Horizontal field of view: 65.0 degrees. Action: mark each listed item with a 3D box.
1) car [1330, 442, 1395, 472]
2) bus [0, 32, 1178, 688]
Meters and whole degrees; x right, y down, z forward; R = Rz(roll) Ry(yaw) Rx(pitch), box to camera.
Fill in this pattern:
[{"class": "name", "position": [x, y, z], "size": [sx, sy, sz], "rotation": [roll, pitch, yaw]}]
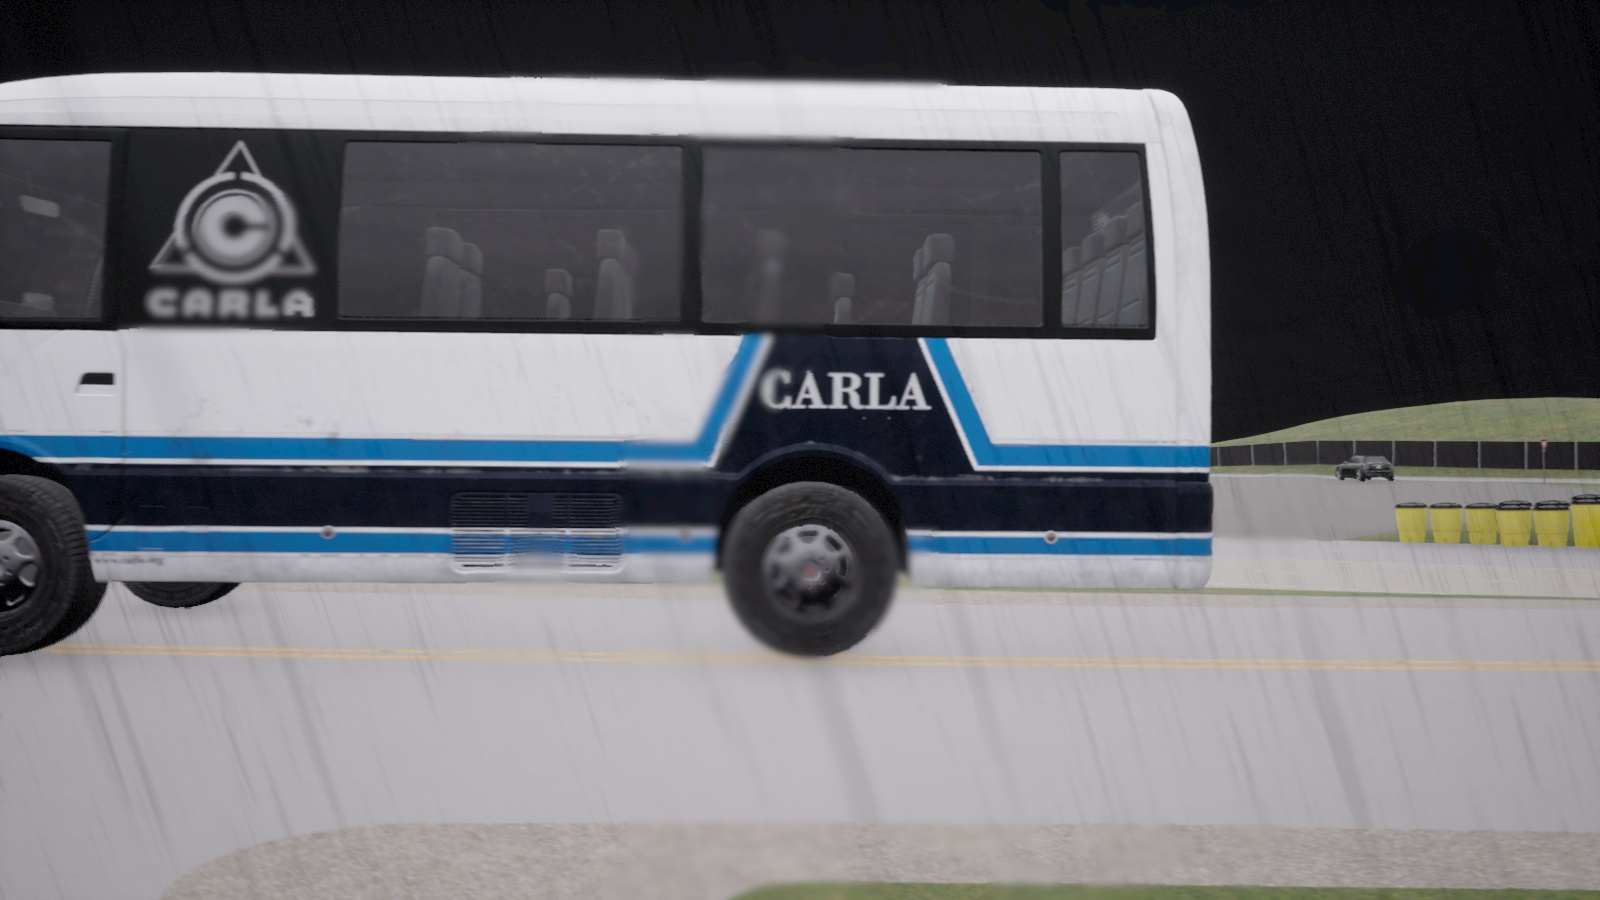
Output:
[{"class": "car", "position": [36.344, 0.440, 81.231], "size": [2.097, 1.767, 4.553], "rotation": [-2, 0, 0]}, {"class": "bus", "position": [-2.687, -0.607, 10.200], "size": [10.273, 4.253, 3.944], "rotation": [-1, 0, -1]}]
